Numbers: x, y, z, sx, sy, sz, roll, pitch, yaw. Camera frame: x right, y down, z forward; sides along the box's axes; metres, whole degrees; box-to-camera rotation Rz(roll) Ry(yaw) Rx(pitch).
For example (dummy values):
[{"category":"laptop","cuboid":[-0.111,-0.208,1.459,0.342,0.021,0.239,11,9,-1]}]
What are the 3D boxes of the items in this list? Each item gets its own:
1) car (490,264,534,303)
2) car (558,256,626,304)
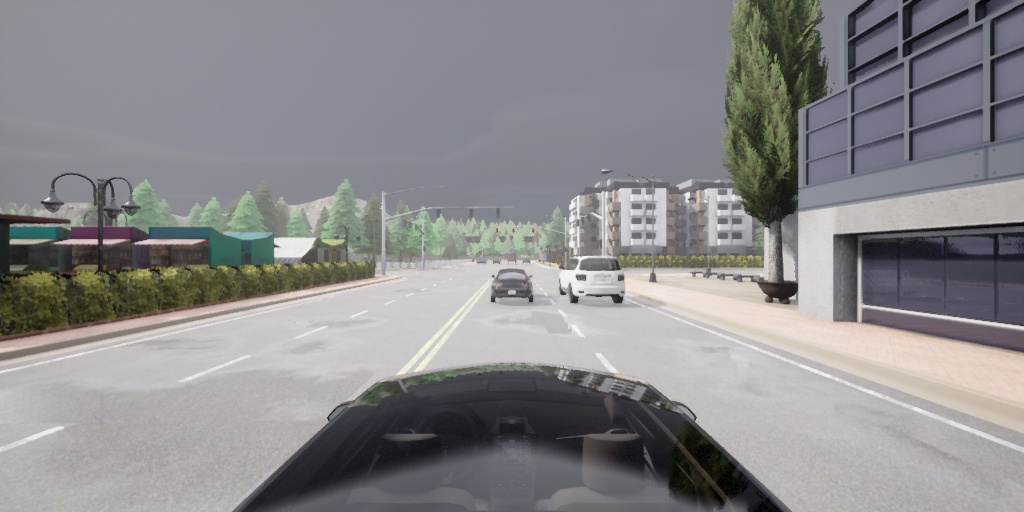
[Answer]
[{"category":"car","cuboid":[0.000,1.281,16.500,1.812,1.442,4.674,0,0,0]},{"category":"car","cuboid":[3.500,1.006,16.530,2.150,2.045,5.566,0,0,0]}]
